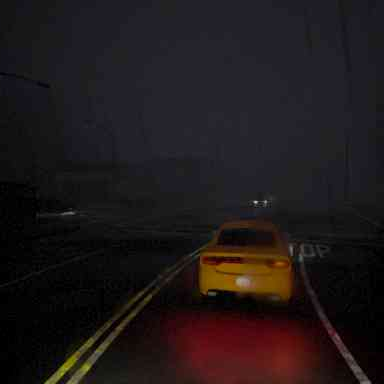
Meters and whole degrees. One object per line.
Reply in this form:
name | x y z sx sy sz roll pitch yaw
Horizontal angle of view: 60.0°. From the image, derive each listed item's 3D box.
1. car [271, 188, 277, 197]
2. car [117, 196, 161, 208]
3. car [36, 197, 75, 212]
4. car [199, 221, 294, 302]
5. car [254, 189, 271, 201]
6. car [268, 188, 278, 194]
car | 15.703 0.280 68.146 1.994 1.385 4.181 0 2 17
car | -6.017 1.117 37.796 4.718 1.301 1.895 0 2 17
car | -14.233 1.198 32.793 5.357 1.411 2.033 0 2 18
car | 1.448 1.459 8.422 1.882 1.535 5.008 0 0 12
car | 11.220 0.599 53.851 1.837 1.490 4.892 0 2 17
car | 20.416 -0.259 83.444 2.033 1.411 5.357 0 2 17
